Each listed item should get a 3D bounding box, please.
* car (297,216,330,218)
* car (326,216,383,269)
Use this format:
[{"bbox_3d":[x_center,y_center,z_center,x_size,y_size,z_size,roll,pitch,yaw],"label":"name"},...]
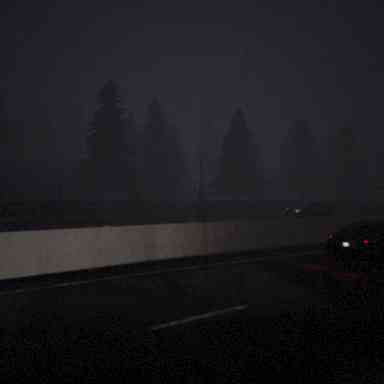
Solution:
[{"bbox_3d":[10.271,1.584,29.003,4.553,1.767,2.097,1,0,-21],"label":"car"},{"bbox_3d":[6.724,1.681,11.679,4.181,1.385,1.994,1,0,-28],"label":"car"}]
